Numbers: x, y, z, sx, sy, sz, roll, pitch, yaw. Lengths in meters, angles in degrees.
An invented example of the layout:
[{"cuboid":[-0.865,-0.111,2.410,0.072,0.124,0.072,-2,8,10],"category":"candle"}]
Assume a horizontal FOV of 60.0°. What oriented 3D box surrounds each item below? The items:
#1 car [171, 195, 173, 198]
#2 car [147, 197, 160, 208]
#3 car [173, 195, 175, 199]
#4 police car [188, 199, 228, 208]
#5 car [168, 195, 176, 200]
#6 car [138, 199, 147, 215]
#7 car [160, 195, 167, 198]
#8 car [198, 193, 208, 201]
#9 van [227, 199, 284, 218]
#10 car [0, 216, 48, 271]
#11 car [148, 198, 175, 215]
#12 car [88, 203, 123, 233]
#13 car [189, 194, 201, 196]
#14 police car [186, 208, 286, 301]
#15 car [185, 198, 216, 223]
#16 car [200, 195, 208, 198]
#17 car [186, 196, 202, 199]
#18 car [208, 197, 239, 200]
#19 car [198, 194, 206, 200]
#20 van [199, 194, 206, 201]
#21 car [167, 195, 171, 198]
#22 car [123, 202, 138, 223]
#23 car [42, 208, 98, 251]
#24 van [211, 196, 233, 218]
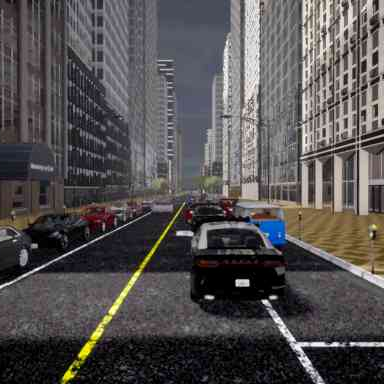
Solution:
[{"cuboid":[-5.663,1.422,70.916,1.967,1.590,4.097,-1,0,0],"category":"car"},{"cuboid":[-5.677,1.541,42.498,2.008,1.369,4.403,-1,0,0],"category":"car"},{"cuboid":[-5.656,1.504,82.114,1.752,1.417,4.829,-1,0,0],"category":"car"},{"cuboid":[0.909,1.421,18.533,1.930,1.638,5.238,0,0,0],"category":"police car"},{"cuboid":[-5.650,1.540,93.651,1.947,1.339,4.313,-1,0,0],"category":"car"},{"cuboid":[-5.682,1.575,31.131,1.802,1.307,4.206,-1,0,0],"category":"car"},{"cuboid":[-5.671,1.538,53.865,2.008,1.369,4.403,-1,0,0],"category":"car"},{"cuboid":[2.722,1.293,82.280,2.192,1.841,5.009,-1,0,0],"category":"car"},{"cuboid":[2.687,1.338,14.076,1.690,1.788,3.998,-1,0,0],"category":"van"},{"cuboid":[-5.694,1.549,8.396,2.008,1.369,4.403,-1,0,0],"category":"car"},{"cuboid":[-2.981,1.593,34.124,1.895,1.301,4.718,0,0,0],"category":"car"},{"cuboid":[-5.688,1.540,19.764,1.887,1.381,4.507,-1,0,0],"category":"car"},{"cuboid":[0.030,1.337,59.406,2.097,1.767,4.553,0,0,0],"category":"car"},{"cuboid":[0.903,1.423,8.532,1.930,1.638,5.238,0,0,0],"category":"police car"},{"cuboid":[0.655,1.472,24.522,1.882,1.535,5.008,0,0,7],"category":"car"},{"cuboid":[2.710,1.538,53.861,2.008,1.369,4.403,-1,0,0],"category":"car"},{"cuboid":[0.039,1.590,46.005,1.895,1.301,4.718,0,0,1],"category":"car"},{"cuboid":[2.693,1.309,25.443,2.192,1.841,5.009,-1,0,0],"category":"car"},{"cuboid":[2.729,1.414,93.647,1.967,1.590,4.097,-1,0,0],"category":"car"},{"cuboid":[2.725,1.317,87.963,1.690,1.788,3.998,-1,0,0],"category":"van"},{"cuboid":[-5.665,1.566,65.232,1.802,1.307,4.206,-1,0,0],"category":"car"},{"cuboid":[-5.686,1.545,25.447,2.008,1.369,4.403,-1,0,0],"category":"car"},{"cuboid":[-5.691,1.563,14.080,1.947,1.339,4.313,-1,0,0],"category":"car"},{"cuboid":[2.696,1.334,31.127,1.690,1.788,3.998,-1,0,0],"category":"van"}]
